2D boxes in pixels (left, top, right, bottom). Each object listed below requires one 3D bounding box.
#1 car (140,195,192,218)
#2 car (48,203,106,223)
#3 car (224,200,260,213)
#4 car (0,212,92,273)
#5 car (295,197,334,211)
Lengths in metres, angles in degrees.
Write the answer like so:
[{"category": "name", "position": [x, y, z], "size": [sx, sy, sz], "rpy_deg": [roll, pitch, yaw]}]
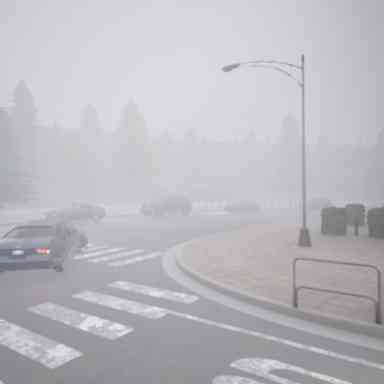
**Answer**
[{"category": "car", "position": [-2.437, 1.346, 32.706], "size": [5.566, 2.045, 2.150], "rpy_deg": [0, -1, -44]}, {"category": "car", "position": [-8.820, 1.621, 25.017], "size": [2.128, 1.511, 4.902], "rpy_deg": [-1, 0, 38]}, {"category": "car", "position": [5.841, 1.660, 38.577], "size": [4.181, 1.385, 1.994], "rpy_deg": [0, 0, -26]}, {"category": "car", "position": [-4.877, 1.623, 11.064], "size": [2.033, 1.411, 5.357], "rpy_deg": [-1, 0, -9]}, {"category": "car", "position": [15.313, 1.399, 41.895], "size": [4.553, 1.767, 2.097], "rpy_deg": [0, 0, -10]}]
